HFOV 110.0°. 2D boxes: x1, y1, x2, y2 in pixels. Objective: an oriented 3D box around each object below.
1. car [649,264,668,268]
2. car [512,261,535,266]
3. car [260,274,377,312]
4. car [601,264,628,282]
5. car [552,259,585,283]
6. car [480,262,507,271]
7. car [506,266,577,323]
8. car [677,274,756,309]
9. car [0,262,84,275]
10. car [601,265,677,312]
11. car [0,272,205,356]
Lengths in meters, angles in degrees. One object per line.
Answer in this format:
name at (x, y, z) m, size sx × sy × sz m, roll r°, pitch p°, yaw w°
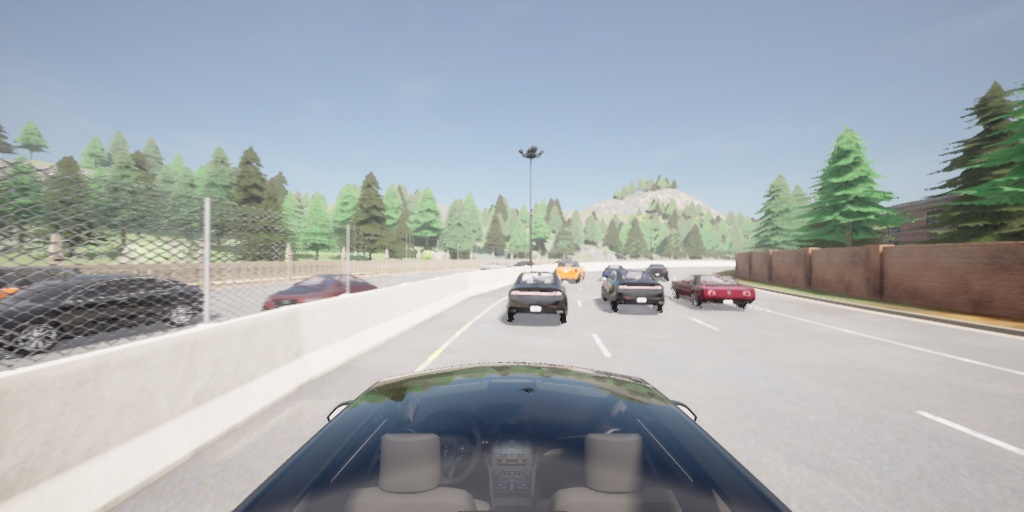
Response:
car at (13.173, 1.418, 32.629) m, size 1.812 × 1.442 × 4.674 m, roll 0°, pitch 0°, yaw 20°
car at (1.595, 1.391, 49.727) m, size 1.837 × 1.490 × 4.892 m, roll 0°, pitch -1°, yaw 28°
car at (-6.298, 1.313, 12.298) m, size 1.994 × 1.385 × 4.181 m, roll 0°, pitch 0°, yaw 7°
car at (9.072, 1.434, 31.541) m, size 1.994 × 1.385 × 4.181 m, roll 0°, pitch 0°, yaw 19°
car at (4.825, 1.198, 29.847) m, size 2.097 × 1.767 × 4.553 m, roll 0°, pitch 0°, yaw 17°
car at (-2.562, 1.465, 49.380) m, size 1.895 × 1.301 × 4.718 m, roll 0°, pitch 0°, yaw 27°
car at (0.941, 1.274, 12.437) m, size 2.128 × 1.511 × 4.902 m, roll 0°, pitch 0°, yaw 6°
car at (8.438, 1.426, 15.570) m, size 1.895 × 1.301 × 4.718 m, roll 0°, pitch 0°, yaw 9°
car at (-13.598, 1.059, 9.129) m, size 2.097 × 1.767 × 4.553 m, roll 0°, pitch 0°, yaw 5°
car at (4.783, 1.298, 14.629) m, size 2.128 × 1.511 × 4.902 m, roll 0°, pitch 0°, yaw 8°
car at (-10.155, 1.226, 8.653) m, size 1.837 × 1.490 × 4.892 m, roll 0°, pitch 0°, yaw 5°
